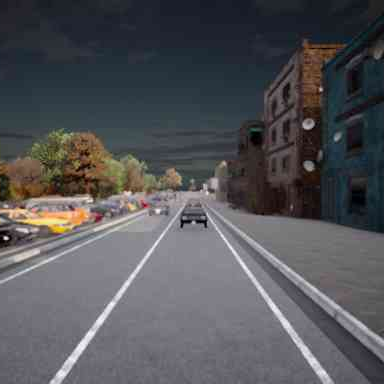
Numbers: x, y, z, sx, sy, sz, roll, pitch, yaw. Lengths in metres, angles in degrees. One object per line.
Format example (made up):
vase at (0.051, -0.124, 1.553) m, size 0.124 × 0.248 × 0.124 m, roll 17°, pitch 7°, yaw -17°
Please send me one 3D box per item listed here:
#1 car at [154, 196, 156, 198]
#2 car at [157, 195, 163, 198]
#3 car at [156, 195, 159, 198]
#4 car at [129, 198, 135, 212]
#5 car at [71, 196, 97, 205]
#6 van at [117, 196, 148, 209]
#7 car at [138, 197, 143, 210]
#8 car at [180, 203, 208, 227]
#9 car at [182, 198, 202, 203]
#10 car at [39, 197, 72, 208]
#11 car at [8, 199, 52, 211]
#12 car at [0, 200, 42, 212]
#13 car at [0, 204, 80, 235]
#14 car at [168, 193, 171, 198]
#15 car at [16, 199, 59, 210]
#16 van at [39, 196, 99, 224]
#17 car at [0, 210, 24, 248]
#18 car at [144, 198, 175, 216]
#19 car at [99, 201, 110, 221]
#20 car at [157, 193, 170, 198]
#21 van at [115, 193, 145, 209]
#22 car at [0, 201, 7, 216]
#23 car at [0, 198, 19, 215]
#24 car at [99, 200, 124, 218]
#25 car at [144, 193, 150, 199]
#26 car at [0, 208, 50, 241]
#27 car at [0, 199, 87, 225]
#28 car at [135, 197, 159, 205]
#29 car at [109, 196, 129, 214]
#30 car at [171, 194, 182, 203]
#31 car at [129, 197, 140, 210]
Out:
car at (-9.202, 1.834, 57.138) m, size 4.792 × 1.488 × 2.163 m, roll 0°, pitch 0°, yaw 0°
car at (-8.995, 1.834, 65.487) m, size 5.366 × 1.575 × 1.946 m, roll 0°, pitch 0°, yaw 0°
car at (-9.227, 1.855, 62.705) m, size 4.792 × 1.488 × 2.163 m, roll 0°, pitch 0°, yaw 0°
car at (-9.354, 1.727, 37.656) m, size 4.892 × 1.521 × 2.231 m, roll 0°, pitch 0°, yaw 0°
car at (-22.213, 1.720, 68.355) m, size 4.553 × 1.767 × 2.185 m, roll 0°, pitch 0°, yaw 0°
van at (-9.149, 1.556, 51.448) m, size 4.442 × 1.987 × 1.878 m, roll 0°, pitch 0°, yaw 0°
car at (-9.308, 1.751, 43.222) m, size 4.892 × 1.521 × 2.231 m, roll 0°, pitch 0°, yaw 0°
car at (0.119, 1.746, 24.152) m, size 1.895 × 1.301 × 4.718 m, roll 0°, pitch 0°, yaw 0°
car at (0.161, 1.575, 41.863) m, size 2.097 × 1.767 × 4.553 m, roll 0°, pitch 0°, yaw 0°
car at (-22.296, 1.666, 54.430) m, size 4.553 × 1.767 × 2.185 m, roll 0°, pitch 0°, yaw 0°
car at (-22.383, 1.759, 46.076) m, size 5.008 × 1.535 × 2.097 m, roll 0°, pitch 0°, yaw 0°
car at (-22.365, 1.777, 43.289) m, size 4.792 × 1.488 × 2.163 m, roll 0°, pitch 0°, yaw 0°
car at (-9.280, 1.628, 18.172) m, size 5.366 × 1.575 × 1.946 m, roll 0°, pitch 0°, yaw 0°
car at (-9.193, 1.788, 94.292) m, size 4.674 × 1.452 × 2.002 m, roll 0°, pitch 0°, yaw 0°
car at (-22.547, 1.767, 48.736) m, size 5.366 × 1.575 × 1.946 m, roll 0°, pitch 0°, yaw 0°
van at (-9.315, 1.434, 23.677) m, size 4.442 × 1.987 × 1.878 m, roll 0°, pitch 0°, yaw 0°
car at (-9.493, 1.599, 12.606) m, size 5.008 × 1.535 × 2.097 m, roll 0°, pitch 0°, yaw 0°
car at (-3.303, 1.685, 34.708) m, size 2.128 × 1.511 × 4.902 m, roll 0°, pitch 0°, yaw 0°
car at (-9.386, 1.704, 26.523) m, size 4.792 × 1.488 × 2.163 m, roll 0°, pitch 0°, yaw 0°
car at (-9.245, 1.772, 91.465) m, size 4.792 × 1.488 × 2.163 m, roll 0°, pitch 0°, yaw 0°
van at (-9.181, 1.535, 46.006) m, size 4.442 × 1.987 × 1.878 m, roll 0°, pitch 0°, yaw 0°
car at (-22.451, 1.714, 34.935) m, size 4.892 × 1.521 × 2.231 m, roll 0°, pitch 0°, yaw 0°
car at (-22.459, 1.599, 37.722) m, size 4.553 × 1.767 × 2.185 m, roll 0°, pitch 0°, yaw 0°
car at (-9.384, 1.741, 32.089) m, size 4.674 × 1.452 × 2.002 m, roll 0°, pitch 0°, yaw 0°
car at (-9.253, 1.520, 48.790) m, size 5.566 × 2.045 × 2.435 m, roll 0°, pitch 0°, yaw 0°
car at (-9.484, 1.656, 15.390) m, size 4.674 × 1.452 × 2.002 m, roll 0°, pitch 0°, yaw 0°
car at (-9.417, 1.520, 20.956) m, size 4.553 × 1.767 × 2.185 m, roll 0°, pitch 0°, yaw 0°
car at (-9.180, 1.887, 68.129) m, size 4.674 × 1.452 × 2.002 m, roll -1°, pitch 0°, yaw 1°
car at (-9.334, 1.589, 34.872) m, size 4.553 × 1.767 × 2.185 m, roll 0°, pitch 0°, yaw 0°
car at (-3.104, 1.706, 76.187) m, size 2.128 × 1.511 × 4.902 m, roll 0°, pitch 0°, yaw 0°
car at (-9.517, 1.735, 40.440) m, size 5.366 × 1.575 × 1.946 m, roll 0°, pitch 0°, yaw 0°
